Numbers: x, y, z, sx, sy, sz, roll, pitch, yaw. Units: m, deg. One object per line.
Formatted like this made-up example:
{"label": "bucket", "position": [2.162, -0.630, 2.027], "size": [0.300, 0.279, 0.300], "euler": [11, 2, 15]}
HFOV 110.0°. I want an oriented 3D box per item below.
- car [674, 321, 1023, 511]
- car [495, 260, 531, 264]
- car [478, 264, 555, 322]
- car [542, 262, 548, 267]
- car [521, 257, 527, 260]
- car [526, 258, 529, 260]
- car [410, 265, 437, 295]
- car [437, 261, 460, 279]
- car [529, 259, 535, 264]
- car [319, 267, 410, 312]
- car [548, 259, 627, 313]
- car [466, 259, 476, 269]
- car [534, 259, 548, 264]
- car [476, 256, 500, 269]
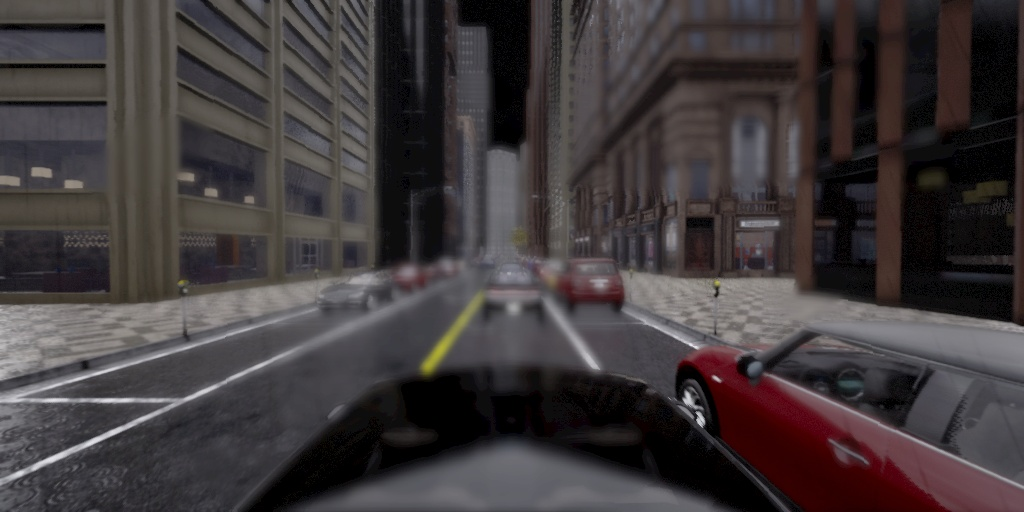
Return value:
{"label": "car", "position": [2.857, 1.187, 2.597], "size": [1.967, 1.591, 4.097], "euler": [0, 0, 0]}
{"label": "car", "position": [0.068, 1.236, 26.305], "size": [2.033, 1.411, 5.357], "euler": [0, 0, 0]}
{"label": "car", "position": [0.071, 1.216, 12.237], "size": [2.128, 1.511, 4.902], "euler": [0, 0, 1]}
{"label": "car", "position": [2.857, 1.231, 19.641], "size": [1.751, 1.417, 4.829], "euler": [0, 0, 0]}
{"label": "car", "position": [2.857, 1.179, 58.842], "size": [1.802, 1.307, 4.207], "euler": [0, 0, 0]}
{"label": "car", "position": [3.139, 1.116, 44.632], "size": [1.882, 1.535, 5.008], "euler": [0, 0, 0]}
{"label": "car", "position": [-5.669, 1.251, 19.463], "size": [1.888, 1.381, 4.507], "euler": [0, 0, 0]}
{"label": "car", "position": [-5.669, 1.116, 30.712], "size": [1.967, 1.591, 4.097], "euler": [0, 0, 0]}
{"label": "car", "position": [3.139, 1.135, 37.631], "size": [1.882, 1.535, 5.008], "euler": [0, 0, 0]}
{"label": "car", "position": [-5.669, 1.271, 13.838], "size": [2.007, 1.370, 4.403], "euler": [0, 0, 0]}
{"label": "car", "position": [2.857, 1.034, 13.846], "size": [2.192, 1.841, 5.009], "euler": [0, 0, 0]}
{"label": "car", "position": [-5.669, 1.180, 53.210], "size": [1.948, 1.339, 4.313], "euler": [0, 0, 0]}
{"label": "car", "position": [2.857, 1.131, 25.095], "size": [1.967, 1.591, 4.097], "euler": [0, 0, 0]}
{"label": "car", "position": [-3.084, 0.983, 46.942], "size": [2.097, 1.767, 4.553], "euler": [0, 0, 0]}
